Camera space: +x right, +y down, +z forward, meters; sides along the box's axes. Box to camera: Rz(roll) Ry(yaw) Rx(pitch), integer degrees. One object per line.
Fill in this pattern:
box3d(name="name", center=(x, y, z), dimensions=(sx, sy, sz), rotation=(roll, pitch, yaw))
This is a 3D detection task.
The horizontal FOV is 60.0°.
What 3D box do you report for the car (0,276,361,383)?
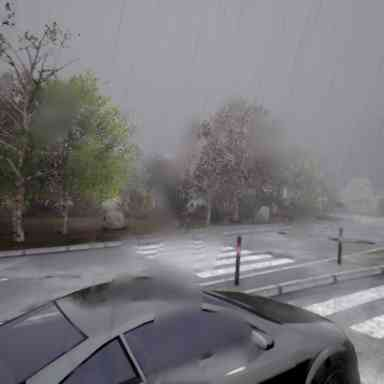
box3d(name="car", center=(-0.263, 1.565, 3.146), dimensions=(4.181, 1.385, 1.994), rotation=(0, 0, -35))
